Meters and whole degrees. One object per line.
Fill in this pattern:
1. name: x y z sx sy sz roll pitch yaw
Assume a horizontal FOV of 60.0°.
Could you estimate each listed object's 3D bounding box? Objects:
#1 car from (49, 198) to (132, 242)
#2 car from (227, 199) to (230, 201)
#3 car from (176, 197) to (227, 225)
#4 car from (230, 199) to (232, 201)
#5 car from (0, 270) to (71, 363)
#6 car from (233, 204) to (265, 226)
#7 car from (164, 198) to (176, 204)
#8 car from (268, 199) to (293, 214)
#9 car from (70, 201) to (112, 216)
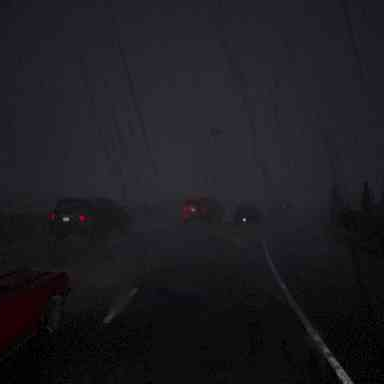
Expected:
1. car: -5.009 1.318 17.218 2.150 2.045 5.566 0 0 11
2. car: 2.519 1.753 39.555 1.882 1.535 5.008 0 0 25
3. car: 0.915 1.402 26.240 2.150 2.045 5.566 0 0 17
4. car: 5.695 1.934 58.965 1.837 1.490 4.892 0 -1 34
5. car: -3.197 1.615 3.905 1.895 1.301 4.718 0 0 3
6. car: 4.322 1.691 25.259 1.837 1.490 4.892 0 -1 17
7. car: -2.996 1.874 58.542 2.128 1.511 4.902 0 -1 33
8. car: 10.805 1.666 40.343 2.097 1.767 4.553 0 0 28
9. car: -10.737 1.723 35.711 1.812 1.442 4.674 0 0 21
